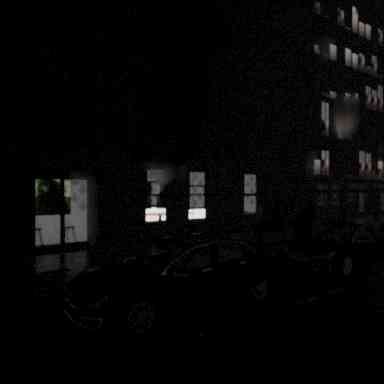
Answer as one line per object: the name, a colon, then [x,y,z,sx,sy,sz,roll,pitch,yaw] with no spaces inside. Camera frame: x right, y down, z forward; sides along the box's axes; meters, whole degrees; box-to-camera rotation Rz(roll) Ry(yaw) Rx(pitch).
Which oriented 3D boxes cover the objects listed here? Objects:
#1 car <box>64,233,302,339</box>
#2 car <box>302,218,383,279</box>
car: [-0.142,1.523,6.435,4.403,1.369,2.008,-1,1,-35]
car: [4.493,1.476,9.710,4.403,1.369,2.008,-1,1,-35]
